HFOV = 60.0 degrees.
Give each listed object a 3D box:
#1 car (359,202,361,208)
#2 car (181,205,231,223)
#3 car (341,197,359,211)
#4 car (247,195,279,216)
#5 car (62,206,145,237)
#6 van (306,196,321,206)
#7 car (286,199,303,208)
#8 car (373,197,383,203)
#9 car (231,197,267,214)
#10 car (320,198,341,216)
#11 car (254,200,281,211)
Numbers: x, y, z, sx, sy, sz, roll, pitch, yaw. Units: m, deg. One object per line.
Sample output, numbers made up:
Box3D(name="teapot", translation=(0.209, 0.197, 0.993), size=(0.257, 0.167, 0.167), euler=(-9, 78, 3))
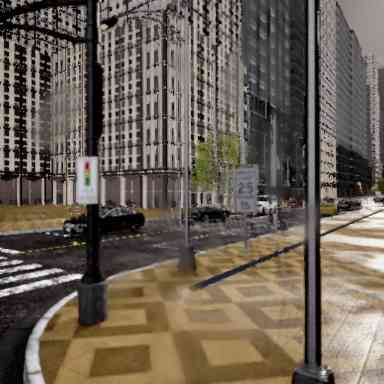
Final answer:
Box3D(name="car", translation=(23.331, 1.743, 48.274), size=(2.008, 1.369, 4.403), euler=(0, 0, 35))
Box3D(name="car", translation=(1.188, 1.703, 26.338), size=(1.895, 1.301, 4.718), euler=(0, 0, 35))
Box3D(name="car", translation=(20.099, 1.742, 43.583), size=(1.947, 1.339, 4.313), euler=(0, 0, 35))
Box3D(name="car", translation=(7.291, 1.368, 35.181), size=(2.150, 2.045, 5.566), euler=(0, -1, 35))
Box3D(name="car", translation=(-4.604, 1.550, 17.943), size=(2.128, 1.511, 4.902), euler=(0, 0, 33))
Box3D(name="van", translation=(22.896, 1.589, 62.415), size=(1.690, 1.788, 3.998), euler=(0, 0, 35))
Box3D(name="car", translation=(16.431, 1.798, 53.029), size=(1.802, 1.307, 4.206), euler=(0, 0, 35))
Box3D(name="car", translation=(42.728, 1.838, 76.423), size=(1.947, 1.339, 4.313), euler=(0, 0, 35))
Box3D(name="car", translation=(6.733, 1.478, 38.957), size=(2.192, 1.841, 5.009), euler=(0, 0, 35))
Box3D(name="car", translation=(13.730, 1.665, 34.340), size=(1.752, 1.417, 4.829), euler=(0, 0, 35))
Box3D(name="car", translation=(9.966, 1.748, 43.646), size=(1.947, 1.339, 4.313), euler=(0, 0, 35))
